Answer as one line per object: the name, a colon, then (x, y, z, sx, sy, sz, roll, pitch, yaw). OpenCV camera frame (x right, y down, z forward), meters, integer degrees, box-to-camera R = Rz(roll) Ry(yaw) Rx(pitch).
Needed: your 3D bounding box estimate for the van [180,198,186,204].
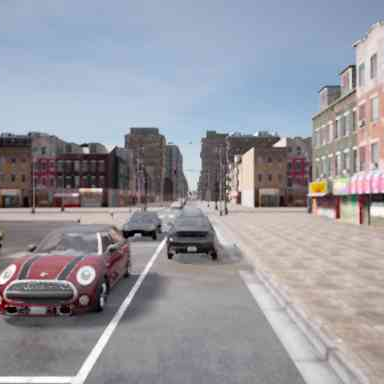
van: (-2.647, 2.584, 95.455, 1.690, 1.788, 3.998, 0, -1, 0)

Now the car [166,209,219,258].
car: (0.017, 1.658, 13.495, 1.837, 1.490, 4.892, 0, 0, 0)

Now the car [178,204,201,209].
car: (0.012, 1.925, 28.250, 1.895, 1.301, 4.718, 0, -1, 0)

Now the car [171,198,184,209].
car: (-2.641, 2.203, 56.049, 1.752, 1.417, 4.829, 0, -1, 0)

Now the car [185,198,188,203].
car: (-2.645, 2.434, 78.639, 1.967, 1.590, 4.097, 0, -1, 0)

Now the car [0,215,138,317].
car: (-2.633, 1.526, 7.693, 1.967, 1.590, 4.097, 1, -1, 0)

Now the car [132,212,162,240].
car: (-2.635, 1.774, 18.451, 1.947, 1.339, 4.313, 0, -1, 0)

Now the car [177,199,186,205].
car: (-2.646, 2.516, 84.243, 1.967, 1.590, 4.097, 0, -1, 0)

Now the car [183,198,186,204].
car: (-2.642, 2.300, 61.823, 1.887, 1.381, 4.507, 0, -1, 0)
